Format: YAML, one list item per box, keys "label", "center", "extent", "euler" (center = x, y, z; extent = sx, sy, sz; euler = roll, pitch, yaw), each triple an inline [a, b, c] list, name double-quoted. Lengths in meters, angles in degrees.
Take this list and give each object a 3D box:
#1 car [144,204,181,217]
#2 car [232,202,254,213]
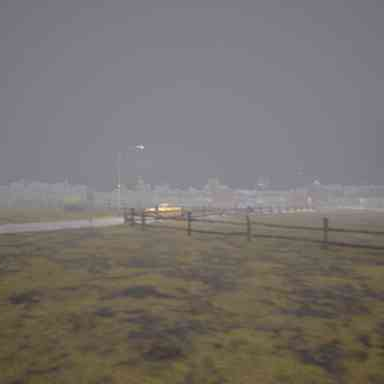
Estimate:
- label: "car"
  center: [-3.278, 2.076, 37.760]
  extent: [1.882, 1.535, 5.008]
  euler: [0, -2, 35]
- label: "car"
  center: [8.352, 2.459, 53.972]
  extent: [2.097, 1.767, 4.553]
  euler: [0, -2, 35]
